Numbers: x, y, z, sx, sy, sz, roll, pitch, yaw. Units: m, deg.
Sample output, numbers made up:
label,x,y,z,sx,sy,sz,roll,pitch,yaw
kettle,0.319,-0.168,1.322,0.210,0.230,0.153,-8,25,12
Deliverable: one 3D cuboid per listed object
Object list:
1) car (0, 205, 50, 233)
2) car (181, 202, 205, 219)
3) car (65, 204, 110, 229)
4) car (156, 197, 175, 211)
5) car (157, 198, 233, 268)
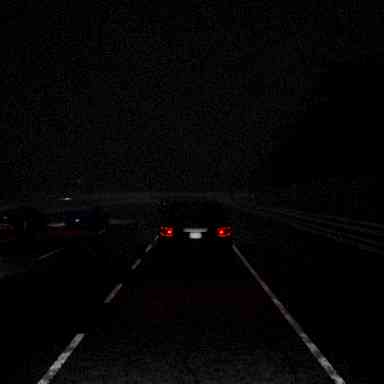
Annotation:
label,x,y,z,sx,sy,sz,roll,pitch,yaw
car,-10.412,1.587,20.310,1.837,1.490,4.892,0,0,0
car,0.082,1.689,31.693,2.033,1.411,5.357,0,0,0
car,-6.913,1.571,22.515,1.882,1.535,5.008,0,0,0
car,-3.525,1.564,45.111,2.097,1.767,4.553,0,0,0
car,0.093,1.258,11.521,2.150,2.045,5.566,0,0,0
